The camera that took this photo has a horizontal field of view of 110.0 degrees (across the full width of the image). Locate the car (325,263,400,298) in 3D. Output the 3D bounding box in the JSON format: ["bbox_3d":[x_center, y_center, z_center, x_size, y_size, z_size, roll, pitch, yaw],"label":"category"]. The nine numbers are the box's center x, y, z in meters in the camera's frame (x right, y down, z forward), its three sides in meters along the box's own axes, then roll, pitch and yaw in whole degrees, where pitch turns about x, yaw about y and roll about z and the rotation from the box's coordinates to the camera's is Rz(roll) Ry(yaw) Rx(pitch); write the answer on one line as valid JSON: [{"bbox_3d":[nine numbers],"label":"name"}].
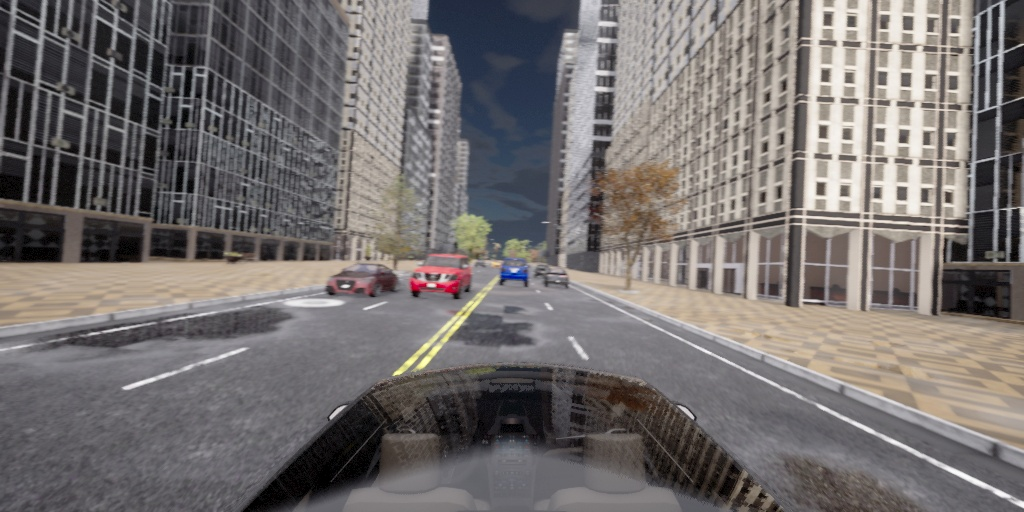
[{"bbox_3d":[-6.559,1.022,16.169,1.994,1.385,4.181,4,0,1],"label":"car"}]

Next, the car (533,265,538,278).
[{"bbox_3d":[3.523,1.821,42.121,1.837,1.490,4.892,4,0,1],"label":"car"}]

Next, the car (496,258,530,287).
[{"bbox_3d":[0.189,1.204,28.013,2.150,2.045,5.566,4,-1,1],"label":"car"}]

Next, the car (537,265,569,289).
[{"bbox_3d":[3.427,1.687,28.780,2.128,1.511,4.902,4,0,1],"label":"car"}]

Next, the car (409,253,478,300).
[{"bbox_3d":[-3.286,0.899,17.730,2.150,2.045,5.566,4,-1,1],"label":"car"}]
